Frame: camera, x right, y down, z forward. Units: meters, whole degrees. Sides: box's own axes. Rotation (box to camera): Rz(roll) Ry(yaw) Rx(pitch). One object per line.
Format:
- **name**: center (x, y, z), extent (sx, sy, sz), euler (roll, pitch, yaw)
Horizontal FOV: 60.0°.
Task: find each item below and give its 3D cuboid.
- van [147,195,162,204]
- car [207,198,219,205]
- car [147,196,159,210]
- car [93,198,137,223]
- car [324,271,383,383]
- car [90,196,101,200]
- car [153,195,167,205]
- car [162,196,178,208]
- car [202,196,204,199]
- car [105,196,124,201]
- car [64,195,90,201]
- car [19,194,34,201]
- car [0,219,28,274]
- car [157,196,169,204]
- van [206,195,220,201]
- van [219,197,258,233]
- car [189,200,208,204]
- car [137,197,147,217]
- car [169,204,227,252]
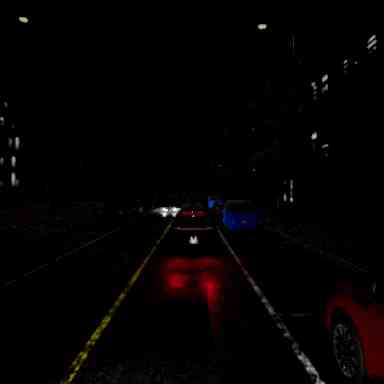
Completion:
- **van**: center (-5.642, 1.304, 47.379), extent (1.690, 1.788, 3.998), euler (1, 0, 0)
- **car**: center (2.702, 1.528, 30.474), extent (1.887, 1.381, 4.507), euler (1, 0, 0)
- **car**: center (-5.645, 1.515, 41.733), extent (1.887, 1.381, 4.507), euler (1, 0, 0)
- **car**: center (-5.651, 1.429, 24.796), extent (1.967, 1.590, 4.097), euler (1, 0, 0)
- **car**: center (2.703, 1.315, 2.241), extent (2.192, 1.841, 5.009), euler (1, 0, 0)
- **car**: center (-25.197, 1.635, 84.707), extent (4.313, 1.339, 1.947), euler (0, 0, 1)
- **car**: center (-5.643, 1.385, 58.671), extent (1.967, 1.590, 4.097), euler (1, 0, 0)
- **car**: center (-3.087, 1.563, 47.957), extent (1.895, 1.301, 4.718), euler (0, 0, 0)
- **car**: center (2.702, 1.529, 47.412), extent (1.947, 1.339, 4.313), euler (1, 0, 0)
- **car**: center (-19.715, 1.595, 84.631), extent (4.403, 1.369, 2.008), euler (0, 0, 1)
- **car**: center (-26.375, 1.405, 76.085), extent (4.097, 1.590, 1.967), euler (0, 0, 1)
- **car**: center (-42.911, 1.467, 84.907), extent (5.009, 1.841, 2.192), euler (0, 0, 1)
- **car**: center (-5.682, 1.438, 7.858), extent (1.967, 1.590, 4.097), euler (1, 0, 0)
- **car**: center (-5.645, 1.480, 64.316), extent (1.887, 1.381, 4.507), euler (1, 0, 0)
- **van**: center (2.705, 1.312, 41.766), extent (1.690, 1.788, 3.998), euler (1, 0, 0)
- **van**: center (2.704, 1.334, 19.180), extent (1.690, 1.788, 3.998), euler (1, 0, 0)
- **car**: center (0.063, 1.587, 27.560), extent (1.895, 1.301, 4.718), euler (0, 0, 0)
- **car**: center (-5.644, 1.424, 30.442), extent (1.967, 1.590, 4.097), euler (1, 0, 0)
- **car**: center (0.071, 1.487, 13.942), extent (2.128, 1.511, 4.902), euler (0, 0, 0)
